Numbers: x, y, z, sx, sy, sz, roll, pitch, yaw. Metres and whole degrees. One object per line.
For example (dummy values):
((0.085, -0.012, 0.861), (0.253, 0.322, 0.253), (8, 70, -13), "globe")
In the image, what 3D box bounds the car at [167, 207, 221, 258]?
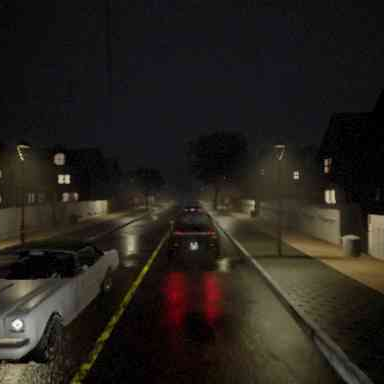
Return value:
((0.068, 1.565, 13.079), (2.128, 1.511, 4.902), (0, 0, 0), "car")

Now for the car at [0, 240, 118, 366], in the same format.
((-2.756, 1.636, 6.006), (1.895, 1.301, 4.718), (0, 0, 0), "car")

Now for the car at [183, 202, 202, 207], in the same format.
((0.056, 1.728, 33.338), (2.033, 1.411, 5.357), (0, 0, 0), "car")
